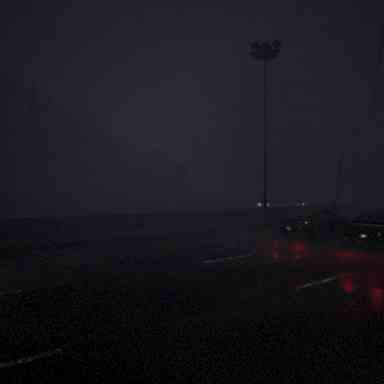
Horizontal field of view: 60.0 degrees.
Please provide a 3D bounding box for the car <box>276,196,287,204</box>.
[{"bbox_3d":[17.764,1.536,66.033,1.994,1.385,4.181,0,0,14],"label":"car"}]

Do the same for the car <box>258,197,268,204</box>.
[{"bbox_3d":[14.297,1.573,66.562,1.895,1.301,4.718,0,0,14],"label":"car"}]

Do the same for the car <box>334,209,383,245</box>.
[{"bbox_3d":[8.542,1.492,14.367,4.902,1.511,2.128,0,0,-38],"label":"car"}]

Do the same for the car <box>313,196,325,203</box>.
[{"bbox_3d":[24.657,1.475,64.737,2.128,1.511,4.902,0,0,13],"label":"car"}]

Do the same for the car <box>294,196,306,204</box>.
[{"bbox_3d":[21.205,1.522,65.359,1.994,1.385,4.181,0,0,14],"label":"car"}]

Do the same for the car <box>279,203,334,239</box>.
[{"bbox_3d":[6.382,1.530,17.121,4.674,1.442,1.812,0,0,-38],"label":"car"}]
